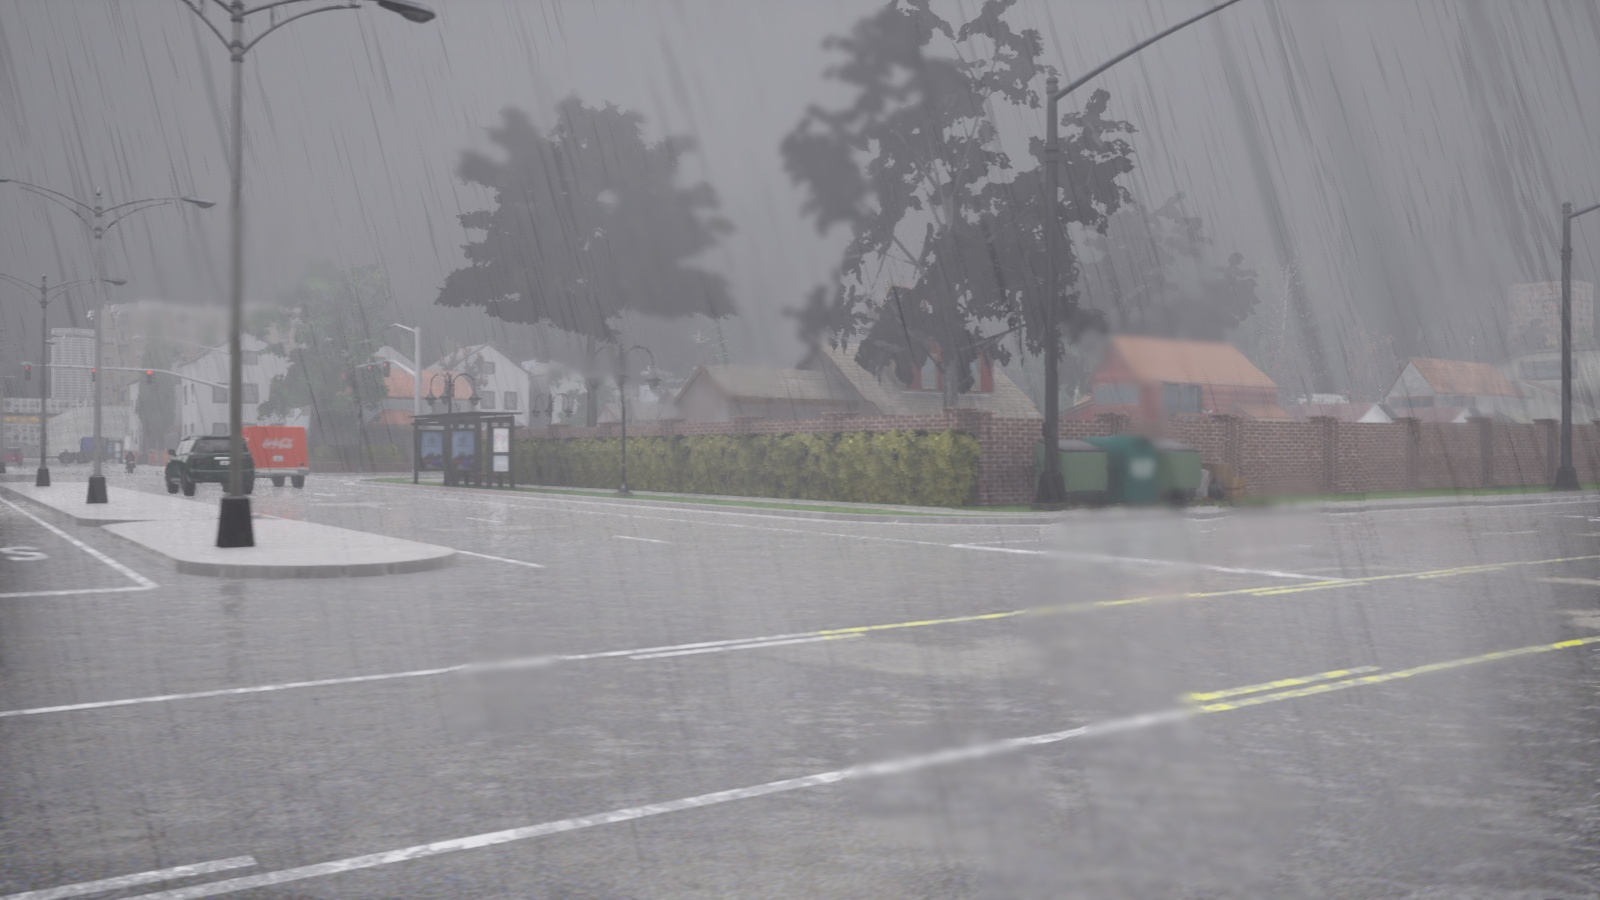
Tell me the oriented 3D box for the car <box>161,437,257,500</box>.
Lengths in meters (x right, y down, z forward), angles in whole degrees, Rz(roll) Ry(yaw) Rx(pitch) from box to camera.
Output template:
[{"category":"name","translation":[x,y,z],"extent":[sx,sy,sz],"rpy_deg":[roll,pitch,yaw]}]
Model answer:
[{"category":"car","translation":[-20.817,0.613,44.098],"extent":[2.150,2.045,5.566],"rpy_deg":[0,0,-35]}]

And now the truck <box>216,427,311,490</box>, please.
[{"category":"truck","translation":[-22.531,0.405,52.637],"extent":[2.627,2.467,5.204],"rpy_deg":[0,-2,-35]}]
